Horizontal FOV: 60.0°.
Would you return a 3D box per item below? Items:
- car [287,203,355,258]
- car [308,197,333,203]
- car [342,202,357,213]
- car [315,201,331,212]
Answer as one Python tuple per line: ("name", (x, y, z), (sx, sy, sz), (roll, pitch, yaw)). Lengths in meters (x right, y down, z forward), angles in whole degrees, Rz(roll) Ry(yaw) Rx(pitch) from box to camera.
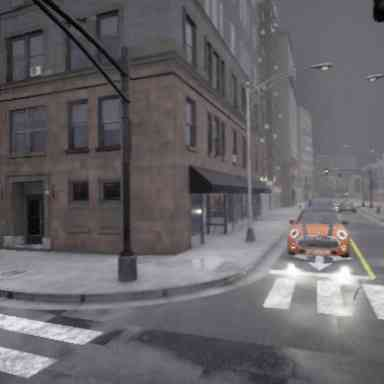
("car", (5.101, 1.483, 13.451), (2.097, 1.767, 4.553), (-1, -1, 21))
("car", (10.029, 1.459, 25.923), (2.150, 2.045, 5.566), (-1, -1, 22))
("car", (19.329, 1.890, 41.450), (1.994, 1.385, 4.181), (-1, -1, 22))
("car", (18.314, 2.018, 46.482), (1.895, 1.301, 4.718), (-1, -1, 22))
